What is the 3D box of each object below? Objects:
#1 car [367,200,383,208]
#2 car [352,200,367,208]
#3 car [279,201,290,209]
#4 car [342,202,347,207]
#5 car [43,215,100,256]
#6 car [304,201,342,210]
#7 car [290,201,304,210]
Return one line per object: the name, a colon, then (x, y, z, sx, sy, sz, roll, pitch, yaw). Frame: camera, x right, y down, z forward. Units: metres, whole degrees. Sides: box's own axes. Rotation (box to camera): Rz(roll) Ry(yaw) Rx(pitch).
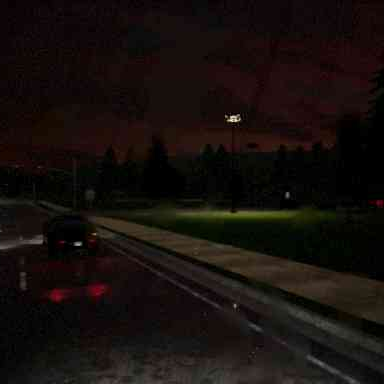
car: (34.417, 1.899, 59.160, 5.566, 2.045, 2.150, 0, -1, -27)
car: (32.821, 2.225, 62.271, 4.674, 1.442, 1.812, 0, -1, -27)
car: (17.443, 2.220, 58.469, 4.181, 1.385, 1.994, 0, -1, -26)
car: (31.251, 2.258, 65.400, 4.674, 1.442, 1.812, 0, -1, -27)
car: (-5.101, 1.674, 13.882, 1.812, 1.442, 4.674, 0, 0, -27)
car: (20.575, 2.083, 52.209, 4.902, 1.511, 2.128, 0, -1, -26)
car: (19.012, 2.187, 55.341, 4.181, 1.385, 1.994, 0, -1, -26)
